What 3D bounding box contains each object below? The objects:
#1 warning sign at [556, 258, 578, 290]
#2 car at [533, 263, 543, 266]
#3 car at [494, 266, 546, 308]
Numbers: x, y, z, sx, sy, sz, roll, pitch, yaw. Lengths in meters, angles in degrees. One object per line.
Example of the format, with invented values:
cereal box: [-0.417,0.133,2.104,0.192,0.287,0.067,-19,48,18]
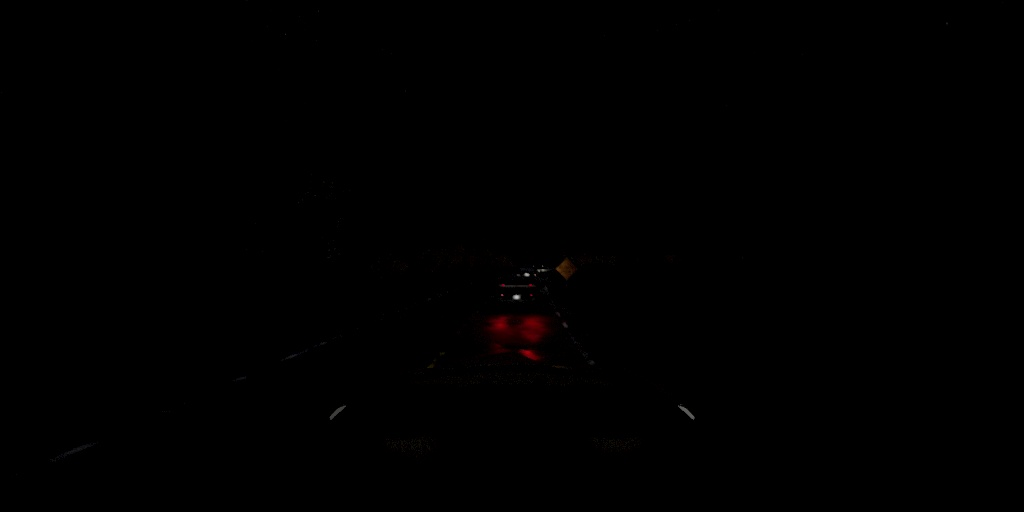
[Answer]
warning sign: [3.226,1.047,21.132,1.300,1.860,1.060,0,0,4]
car: [1.341,1.563,30.633,2.033,1.411,5.357,0,0,6]
car: [0.299,1.377,16.060,2.128,1.511,4.902,0,0,3]
